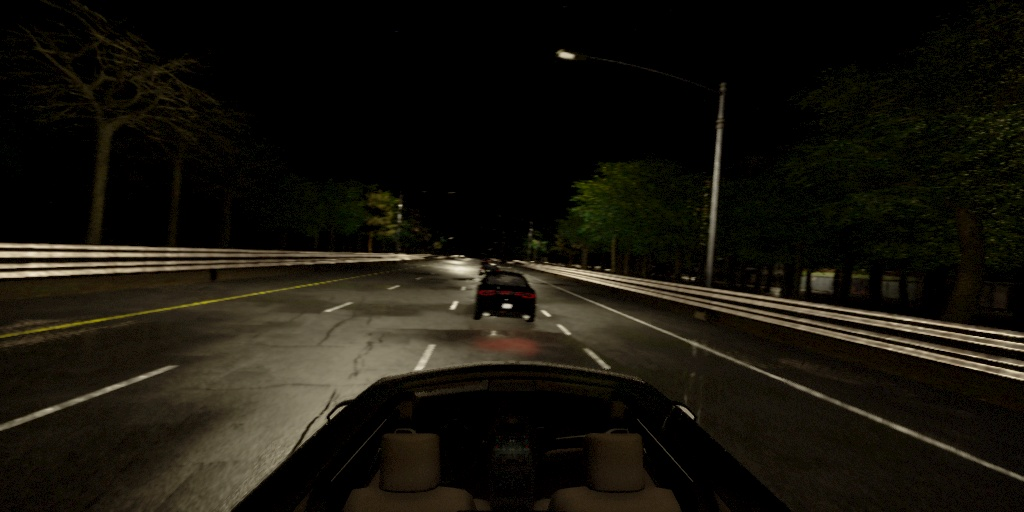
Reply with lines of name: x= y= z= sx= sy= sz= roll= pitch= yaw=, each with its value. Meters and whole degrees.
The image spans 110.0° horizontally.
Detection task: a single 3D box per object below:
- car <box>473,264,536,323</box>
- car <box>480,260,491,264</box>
car: x=-0.340 y=1.279 z=12.714 sx=1.882 sy=1.535 sz=5.008 roll=5 pitch=0 yaw=-5
car: x=-2.160 y=1.373 z=33.759 sx=1.994 sy=1.385 sz=4.181 roll=5 pitch=0 yaw=-5
